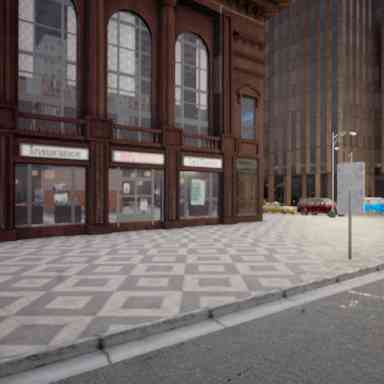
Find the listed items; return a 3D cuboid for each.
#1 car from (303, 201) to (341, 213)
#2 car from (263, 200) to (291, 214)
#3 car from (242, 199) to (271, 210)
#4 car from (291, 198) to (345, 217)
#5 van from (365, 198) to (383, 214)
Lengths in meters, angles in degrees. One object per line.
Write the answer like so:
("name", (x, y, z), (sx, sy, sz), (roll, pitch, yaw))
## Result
("car", (16.437, 1.871, 42.193), (1.802, 1.307, 4.206), (-1, 0, -35))
("car", (9.571, 1.777, 37.136), (1.752, 1.417, 4.829), (-1, 0, -35))
("car", (9.956, 1.865, 51.388), (1.967, 1.590, 4.097), (-1, 0, -35))
("car", (12.710, 1.501, 32.679), (2.192, 1.841, 5.009), (-1, 0, -35))
("van", (19.673, 1.562, 37.597), (1.690, 1.788, 3.998), (-1, 0, -35))
